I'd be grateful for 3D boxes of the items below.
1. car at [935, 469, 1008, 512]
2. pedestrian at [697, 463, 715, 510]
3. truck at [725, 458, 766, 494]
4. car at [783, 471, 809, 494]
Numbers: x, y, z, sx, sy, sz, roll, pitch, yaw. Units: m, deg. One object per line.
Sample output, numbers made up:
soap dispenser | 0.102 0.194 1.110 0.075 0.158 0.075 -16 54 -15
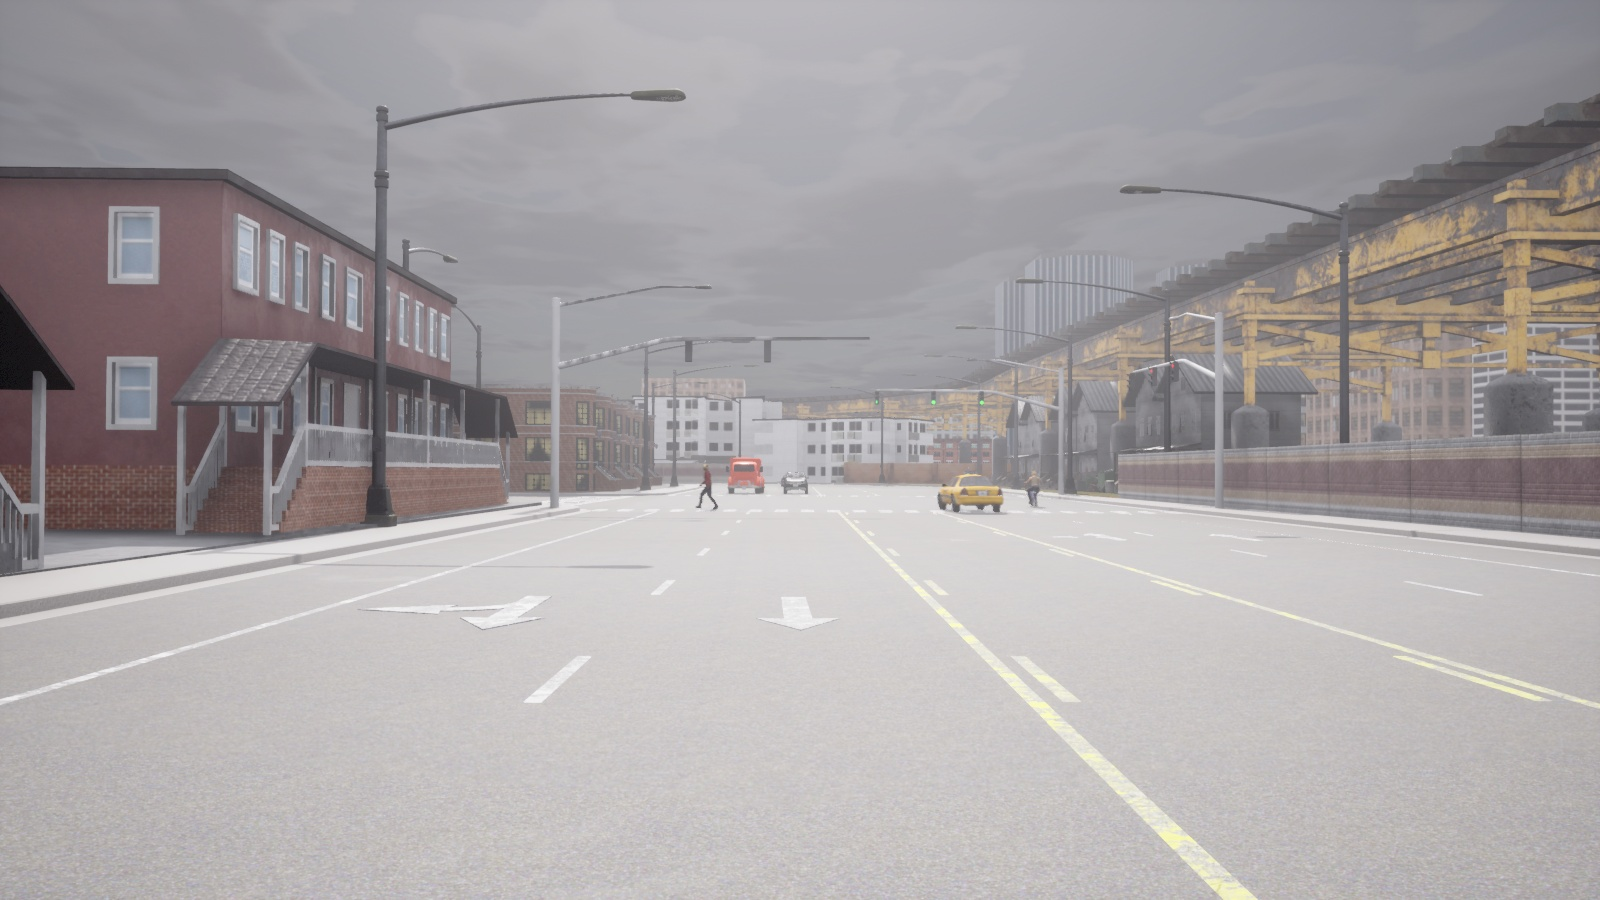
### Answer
car | 6.685 1.555 49.460 1.801 1.575 5.366 0 -1 -4
pedestrian | -3.695 1.442 49.267 0.636 1.846 0.331 0 -1 8
truck | -3.769 1.805 87.320 2.627 2.467 5.204 0 -1 0
car | -0.259 2.240 86.340 1.789 1.549 3.705 0 -1 0
